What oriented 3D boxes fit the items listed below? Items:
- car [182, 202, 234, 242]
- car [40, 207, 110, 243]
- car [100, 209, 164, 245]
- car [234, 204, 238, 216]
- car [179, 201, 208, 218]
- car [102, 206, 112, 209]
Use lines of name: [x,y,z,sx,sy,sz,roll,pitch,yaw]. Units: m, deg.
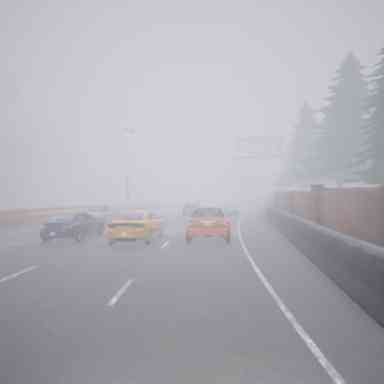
car: [0.913,1.491,17.232,2.097,1.767,4.553,-1,-1,5]
car: [-6.106,1.742,17.359,1.812,1.442,4.674,-1,0,5]
car: [-2.668,1.651,16.584,1.882,1.535,5.008,-1,0,5]
car: [4.024,1.872,36.285,1.895,1.301,4.718,-1,-1,12]
car: [0.261,1.795,35.300,2.128,1.511,4.902,-1,-1,11]
car: [-7.963,1.944,29.736,1.895,1.301,4.718,-1,-1,10]
